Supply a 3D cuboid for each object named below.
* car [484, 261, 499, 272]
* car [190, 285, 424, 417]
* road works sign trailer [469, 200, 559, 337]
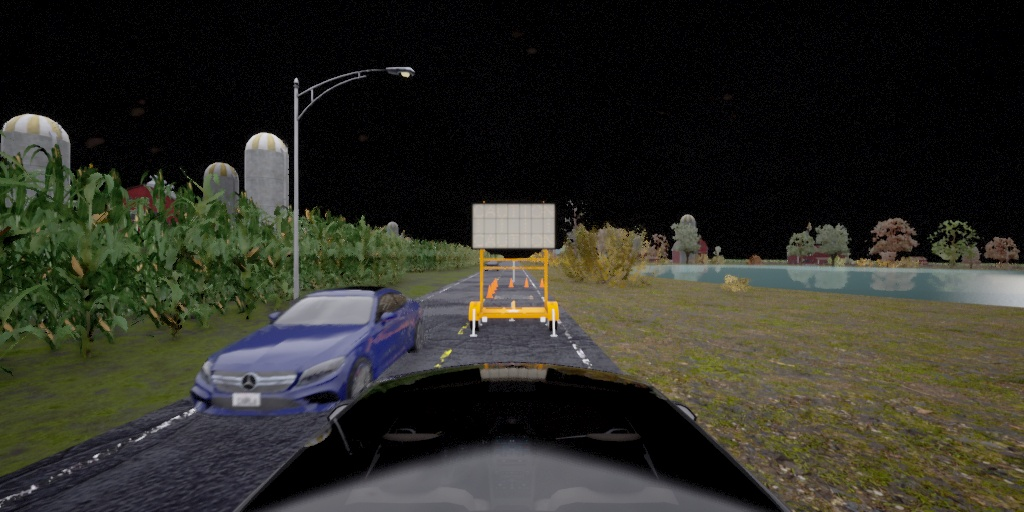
[{"bbox_3d":[-2.606,1.350,46.888,2.033,1.411,5.357,0,0,0],"label":"car"},{"bbox_3d":[-2.821,1.277,6.158,1.812,1.442,4.674,0,0,0],"label":"car"},{"bbox_3d":[0.051,0.217,10.295,2.380,3.560,2.880,0,0,0],"label":"road works sign trailer"}]
